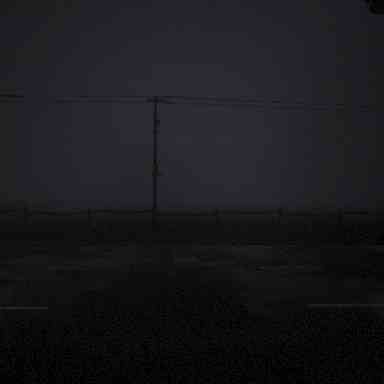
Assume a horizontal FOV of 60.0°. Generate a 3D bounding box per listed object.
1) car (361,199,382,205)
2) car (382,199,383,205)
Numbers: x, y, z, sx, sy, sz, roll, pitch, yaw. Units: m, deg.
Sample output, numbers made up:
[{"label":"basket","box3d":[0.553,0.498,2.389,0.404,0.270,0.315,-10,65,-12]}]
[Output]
[{"label":"car","box3d":[41.365,2.343,77.654,1.882,1.535,5.008,0,0,-2]},{"label":"car","box3d":[44.861,2.433,77.803,2.033,1.411,5.357,0,0,-2]}]
